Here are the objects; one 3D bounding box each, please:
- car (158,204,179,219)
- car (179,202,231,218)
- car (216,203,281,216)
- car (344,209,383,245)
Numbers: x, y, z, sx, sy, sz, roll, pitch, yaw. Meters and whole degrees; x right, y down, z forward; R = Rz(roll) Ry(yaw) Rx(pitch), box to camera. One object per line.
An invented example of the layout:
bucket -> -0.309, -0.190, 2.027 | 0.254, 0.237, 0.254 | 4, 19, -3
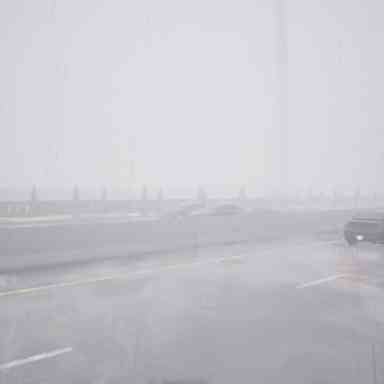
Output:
car -> -0.257, 1.525, 25.557 | 4.892, 1.490, 1.837 | 0, 0, -37
car -> 1.844, 1.522, 22.758 | 4.892, 1.490, 1.837 | 0, 0, -37
car -> 3.812, 1.579, 19.860 | 4.181, 1.385, 1.994 | 0, 0, -37
car -> 8.457, 1.516, 14.353 | 4.892, 1.490, 1.837 | 0, 0, -37
